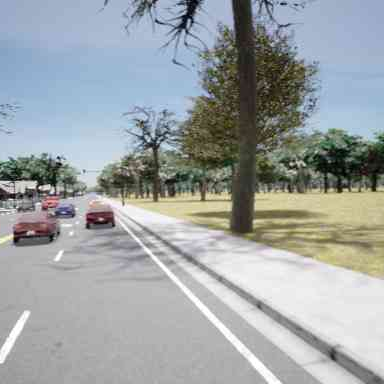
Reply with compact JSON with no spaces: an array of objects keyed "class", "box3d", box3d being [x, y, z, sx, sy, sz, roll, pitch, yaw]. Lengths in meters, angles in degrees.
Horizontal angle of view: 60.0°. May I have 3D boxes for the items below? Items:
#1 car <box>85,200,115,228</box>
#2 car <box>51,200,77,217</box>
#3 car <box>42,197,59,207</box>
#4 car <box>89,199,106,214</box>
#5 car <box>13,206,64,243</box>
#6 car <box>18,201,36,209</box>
[{"class":"car","box3d":[-6.642,1.632,24.092,1.882,1.535,5.008,-2,0,-16]},{"class":"car","box3d":[-13.075,1.851,34.451,1.812,1.442,4.674,-2,0,-16]},{"class":"car","box3d":[-21.382,1.763,50.668,2.150,2.045,5.566,-2,0,-16]},{"class":"car","box3d":[-11.714,1.750,41.253,1.882,1.535,5.008,-2,0,-16]},{"class":"car","box3d":[-8.064,1.733,17.495,1.812,1.442,4.674,-2,0,-16]},{"class":"car","box3d":[-24.275,2.132,48.984,1.837,1.490,4.892,-2,0,-16]}]
